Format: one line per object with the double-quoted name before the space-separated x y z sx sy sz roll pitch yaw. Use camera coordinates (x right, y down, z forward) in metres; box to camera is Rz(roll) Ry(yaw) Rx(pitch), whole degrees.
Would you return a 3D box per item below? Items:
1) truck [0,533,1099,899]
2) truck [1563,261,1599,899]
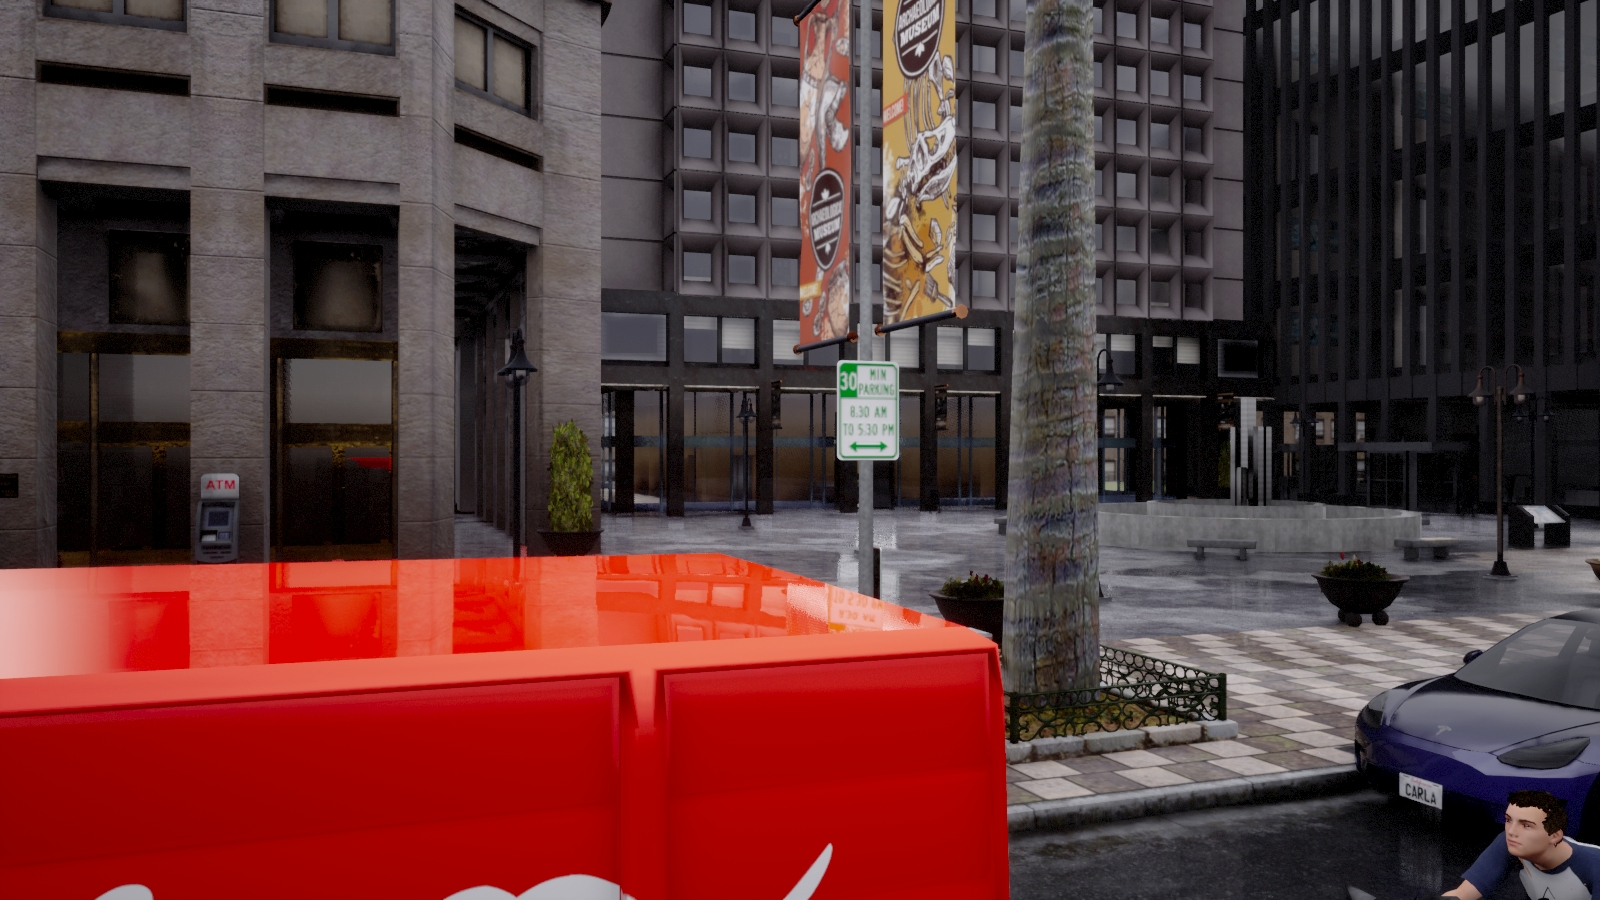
"truck" -2.337 1.568 2.464 5.204 2.467 2.627 0 0 -20
"truck" 8.736 0.895 6.469 8.468 3.827 2.891 0 0 -20
